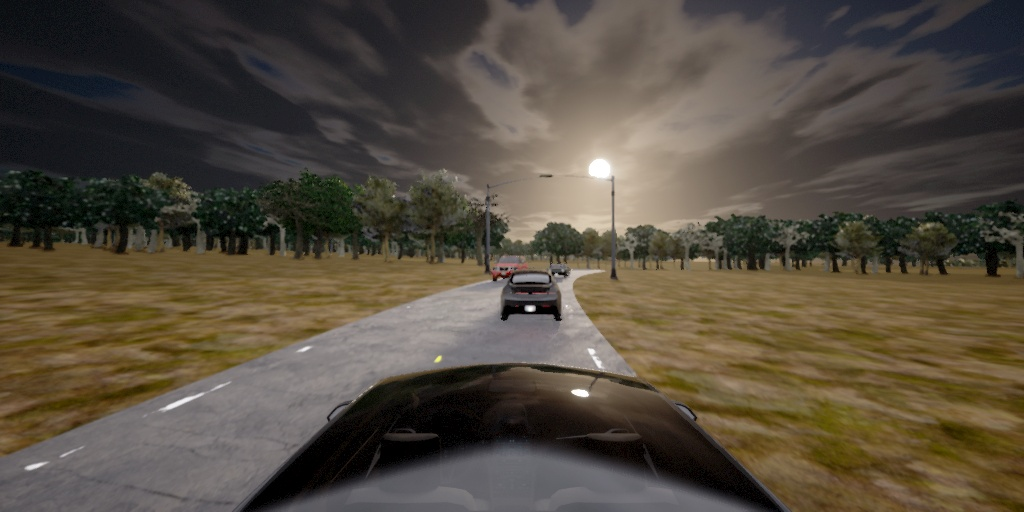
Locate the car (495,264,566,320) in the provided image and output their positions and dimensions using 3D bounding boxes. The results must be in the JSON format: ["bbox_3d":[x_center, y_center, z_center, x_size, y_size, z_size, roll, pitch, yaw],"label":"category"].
[{"bbox_3d":[0.694,1.203,12.398,1.837,1.490,4.892,0,0,4],"label":"car"}]

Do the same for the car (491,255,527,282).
[{"bbox_3d":[-0.068,0.960,29.155,2.150,2.045,5.566,0,-1,12],"label":"car"}]

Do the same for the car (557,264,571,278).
[{"bbox_3d":[4.673,1.419,35.275,1.895,1.301,4.718,0,-1,15],"label":"car"}]
